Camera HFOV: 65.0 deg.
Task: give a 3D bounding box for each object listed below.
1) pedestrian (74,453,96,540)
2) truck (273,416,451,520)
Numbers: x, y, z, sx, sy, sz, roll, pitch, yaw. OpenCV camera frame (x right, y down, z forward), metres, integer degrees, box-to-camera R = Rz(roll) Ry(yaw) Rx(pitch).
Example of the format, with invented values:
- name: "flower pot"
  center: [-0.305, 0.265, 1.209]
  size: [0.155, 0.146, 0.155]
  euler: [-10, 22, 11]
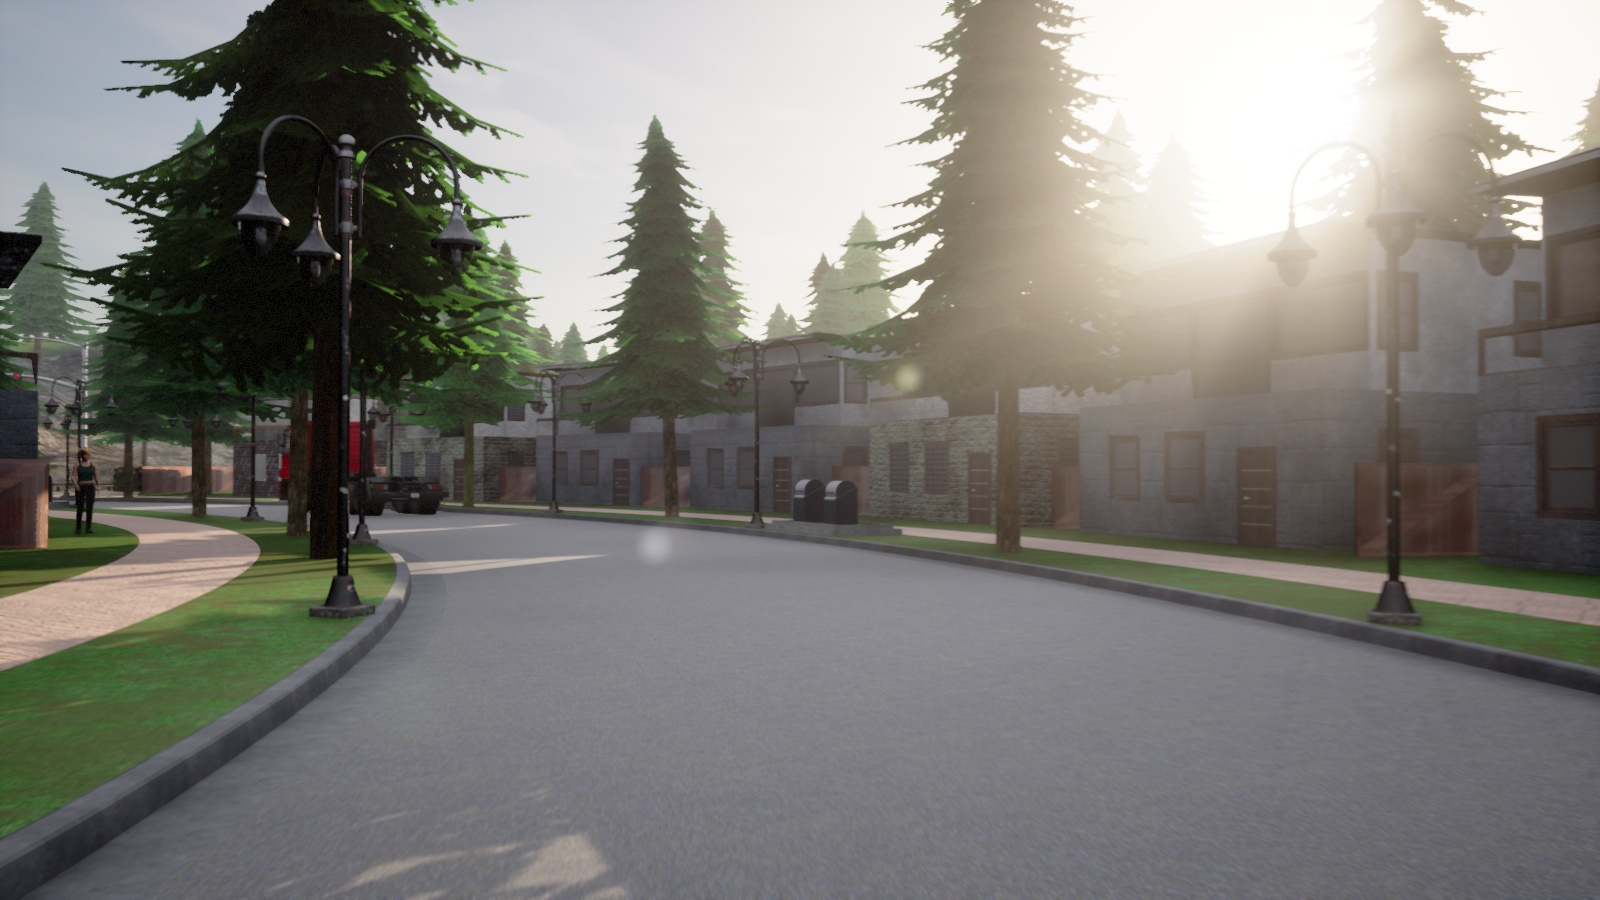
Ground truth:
- name: "pedestrian"
  center: [-15.307, 0.985, 26.889]
  size: [0.345, 1.836, 0.594]
  euler: [0, -1, -37]
- name: "truck"
  center: [-15.931, 0.670, 45.360]
  size: [7.936, 3.462, 2.891]
  euler: [-1, -1, 45]
